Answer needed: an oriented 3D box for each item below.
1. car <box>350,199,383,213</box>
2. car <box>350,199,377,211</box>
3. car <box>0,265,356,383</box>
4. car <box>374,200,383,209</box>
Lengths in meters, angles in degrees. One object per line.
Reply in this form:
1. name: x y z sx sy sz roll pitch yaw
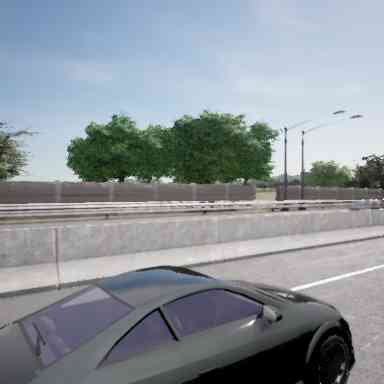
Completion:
1. car: 21.871 1.671 41.064 4.902 1.511 2.128 1 0 -35
2. car: 17.891 1.698 33.938 4.181 1.385 1.994 0 0 -35
3. car: -0.046 1.565 3.713 4.181 1.385 1.994 0 0 -35
4. car: 19.488 1.678 30.783 5.357 1.411 2.033 0 0 -35
